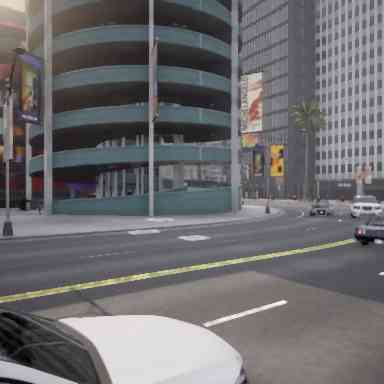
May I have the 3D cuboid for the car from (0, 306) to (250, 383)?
[{"bbox_3d":[-1.630,1.524,2.116,4.674,1.442,1.812,0,0,-35],"label":"car"}]

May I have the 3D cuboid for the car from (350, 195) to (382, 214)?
[{"bbox_3d":[15.255,1.316,29.373,2.150,2.045,5.566,0,0,23],"label":"car"}]

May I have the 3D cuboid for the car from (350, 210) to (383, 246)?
[{"bbox_3d":[8.780,1.612,14.237,4.718,1.301,1.895,0,0,-43],"label":"car"}]

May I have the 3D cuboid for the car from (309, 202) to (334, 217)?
[{"bbox_3d":[12.053,1.587,30.787,1.994,1.385,4.181,0,0,23],"label":"car"}]

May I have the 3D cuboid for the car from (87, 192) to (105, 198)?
[{"bbox_3d":[-19.029,0.979,66.018,2.435,2.045,5.566,0,0,-36],"label":"car"}]
